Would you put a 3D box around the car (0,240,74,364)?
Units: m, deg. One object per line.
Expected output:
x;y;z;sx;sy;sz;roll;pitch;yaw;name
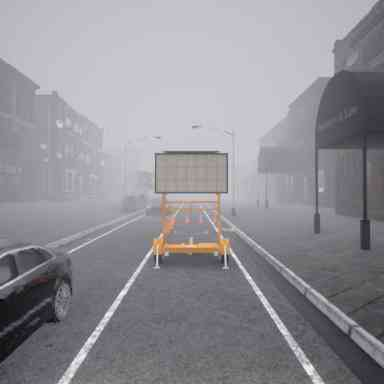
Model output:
-3.111;1.485;4.331;2.128;1.511;4.902;0;0;0;car

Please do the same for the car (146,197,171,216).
-3.094;1.298;31.400;2.097;1.767;4.553;0;0;0;car

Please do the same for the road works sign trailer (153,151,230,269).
-0.018;0.443;11.091;2.380;3.560;2.880;0;0;0;road works sign trailer
